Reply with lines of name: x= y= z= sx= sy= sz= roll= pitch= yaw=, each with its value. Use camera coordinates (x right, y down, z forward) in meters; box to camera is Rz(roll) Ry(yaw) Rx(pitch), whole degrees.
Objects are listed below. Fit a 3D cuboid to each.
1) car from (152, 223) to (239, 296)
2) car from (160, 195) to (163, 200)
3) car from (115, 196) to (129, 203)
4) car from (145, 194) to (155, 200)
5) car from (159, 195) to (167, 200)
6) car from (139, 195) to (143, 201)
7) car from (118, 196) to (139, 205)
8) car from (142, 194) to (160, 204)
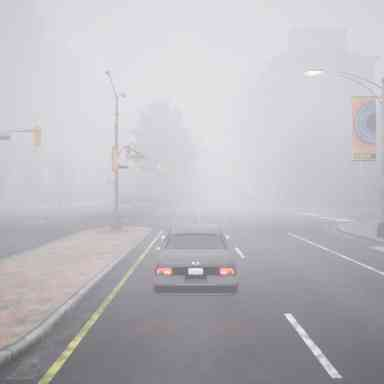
car: x=0.086 y=1.547 z=8.801 sx=2.033 sy=1.411 sz=5.357 roll=0 pitch=0 yaw=0
car: x=-7.897 y=1.521 z=76.288 sx=1.812 sy=1.442 sz=4.674 roll=0 pitch=0 yaw=0
car: x=-14.656 y=1.592 z=69.450 sx=1.895 sy=1.301 sz=4.718 roll=0 pitch=0 yaw=0
car: x=-11.379 y=1.345 z=89.546 sx=2.097 sy=1.767 sz=4.553 roll=0 pitch=0 yaw=0
car: x=-7.877 y=1.485 z=91.017 sx=1.837 sy=1.490 sz=4.892 roll=0 pitch=0 yaw=0
car: x=-11.399 y=1.522 z=74.445 sx=2.128 sy=1.511 sz=4.902 roll=0 pitch=0 yaw=0
car: x=-11.488 y=1.486 z=59.646 sx=2.128 sy=1.511 sz=4.902 roll=0 pitch=0 yaw=0
car: x=-7.948 y=1.561 z=65.305 sx=1.994 sy=1.385 sz=4.181 roll=0 pitch=0 yaw=1
